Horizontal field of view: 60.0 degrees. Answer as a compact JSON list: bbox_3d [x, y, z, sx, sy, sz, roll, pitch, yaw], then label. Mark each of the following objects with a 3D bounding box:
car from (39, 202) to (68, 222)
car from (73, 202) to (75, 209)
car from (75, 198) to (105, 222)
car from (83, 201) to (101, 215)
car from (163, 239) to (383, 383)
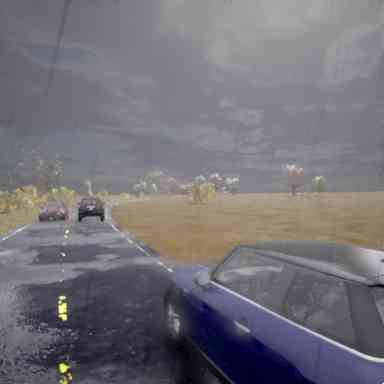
[{"bbox_3d":[-12.394,1.685,29.983,2.097,1.767,4.553,0,0,-16],"label":"car"},{"bbox_3d":[-18.929,2.100,56.551,1.812,1.442,4.674,0,0,-11],"label":"car"},{"bbox_3d":[-9.111,1.526,30.035,2.150,2.045,5.566,0,-1,-17],"label":"car"},{"bbox_3d":[-12.377,1.939,41.411,1.812,1.442,4.674,0,0,-14],"label":"car"},{"bbox_3d":[1.188,1.373,4.116,2.097,1.767,4.553,0,0,-23],"label":"car"}]
